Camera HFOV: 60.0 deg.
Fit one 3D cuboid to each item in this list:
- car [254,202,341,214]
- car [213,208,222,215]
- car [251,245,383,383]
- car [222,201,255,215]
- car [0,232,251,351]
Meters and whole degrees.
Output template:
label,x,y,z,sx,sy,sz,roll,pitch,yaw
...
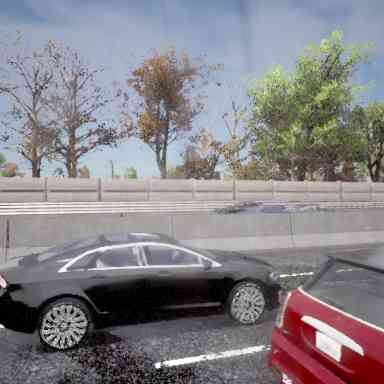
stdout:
label,x,y,z,sx,sy,sz,roll,pitch,yaw
car,6.513,1.501,19.556,4.902,1.511,2.128,0,0,-18
car,4.028,1.514,26.107,4.892,1.490,1.837,0,0,-18
car,3.200,1.354,3.547,4.553,1.767,2.097,0,0,-18
car,5.090,1.557,22.773,5.357,1.411,2.033,0,0,-18
car,-0.743,1.492,5.947,4.902,1.511,2.128,0,0,-18
